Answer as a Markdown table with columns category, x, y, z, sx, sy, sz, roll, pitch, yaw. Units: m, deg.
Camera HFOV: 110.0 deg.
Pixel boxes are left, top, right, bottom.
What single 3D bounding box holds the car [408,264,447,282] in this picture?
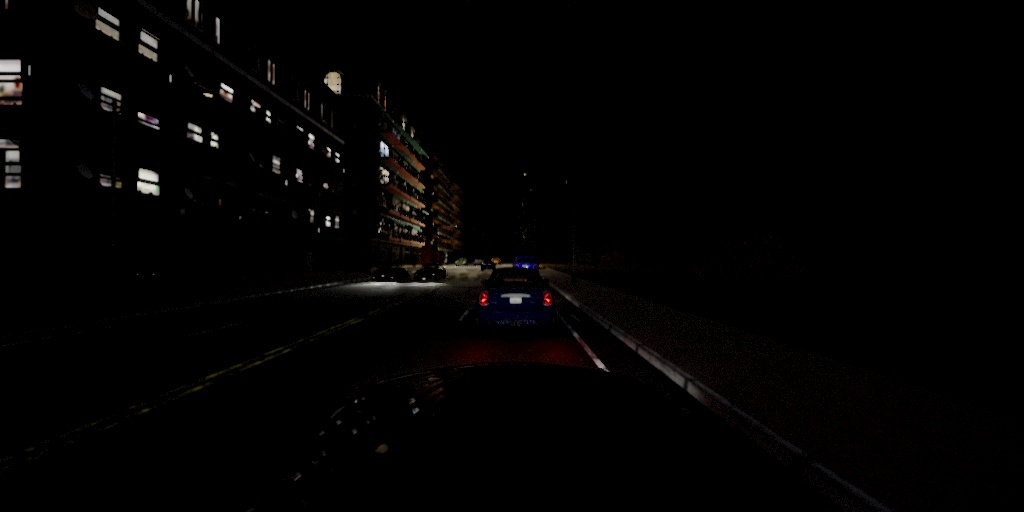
| category | x | y | z | sx | sy | sz | roll | pitch | yaw |
| --- | --- | --- | --- | --- | --- | --- | --- | --- | --- |
| car | -6.618 | 1.327 | 29.598 | 2.033 | 1.411 | 5.357 | 0 | 0 | 0 |

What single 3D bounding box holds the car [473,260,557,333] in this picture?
| category | x | y | z | sx | sy | sz | roll | pitch | yaw |
| --- | --- | --- | --- | --- | --- | --- | --- | --- | --- |
| car | 0.094 | 1.112 | 10.942 | 2.097 | 1.767 | 4.553 | 0 | 0 | 0 |

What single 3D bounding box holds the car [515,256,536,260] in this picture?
| category | x | y | z | sx | sy | sz | roll | pitch | yaw |
| --- | --- | --- | --- | --- | --- | --- | --- | --- | --- |
| car | 1.120 | 1.005 | 30.897 | 2.150 | 2.045 | 5.566 | 0 | 0 | 0 |

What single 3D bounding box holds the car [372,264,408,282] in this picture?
| category | x | y | z | sx | sy | sz | roll | pitch | yaw |
| --- | --- | --- | --- | --- | --- | --- | --- | --- | --- |
| car | -9.866 | 1.343 | 29.383 | 1.994 | 1.385 | 4.181 | 0 | 0 | 0 |

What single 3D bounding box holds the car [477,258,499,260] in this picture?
| category | x | y | z | sx | sy | sz | roll | pitch | yaw |
| --- | --- | --- | --- | --- | --- | --- | --- | --- | --- |
| car | -3.258 | 1.289 | 49.697 | 2.128 | 1.511 | 4.902 | 0 | 0 | 0 |
